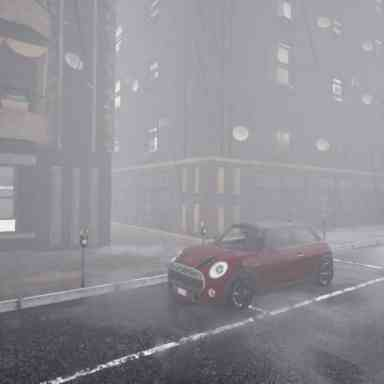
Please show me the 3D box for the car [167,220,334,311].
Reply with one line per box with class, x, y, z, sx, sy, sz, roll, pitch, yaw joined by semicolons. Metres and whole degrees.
car;1.426;1.442;7.722;4.097;1.590;1.967;0;1;-36
